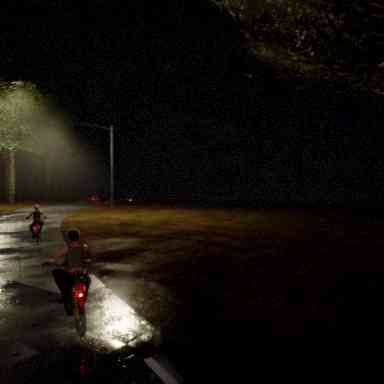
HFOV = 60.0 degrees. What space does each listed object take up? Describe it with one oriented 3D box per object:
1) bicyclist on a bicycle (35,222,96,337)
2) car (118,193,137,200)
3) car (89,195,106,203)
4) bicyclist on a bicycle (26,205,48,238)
[{"bbox_3d":[-1.951,1.383,5.451,0.866,1.612,1.509,-1,2,-31],"label":"bicyclist on a bicycle"},{"bbox_3d":[-14.386,1.060,72.565,1.837,1.490,4.892,0,0,13],"label":"car"},{"bbox_3d":[-15.976,1.196,56.388,1.994,1.385,4.181,0,0,2],"label":"car"},{"bbox_3d":[-6.619,1.345,14.214,0.866,1.612,1.509,-1,1,-25],"label":"bicyclist on a bicycle"}]
